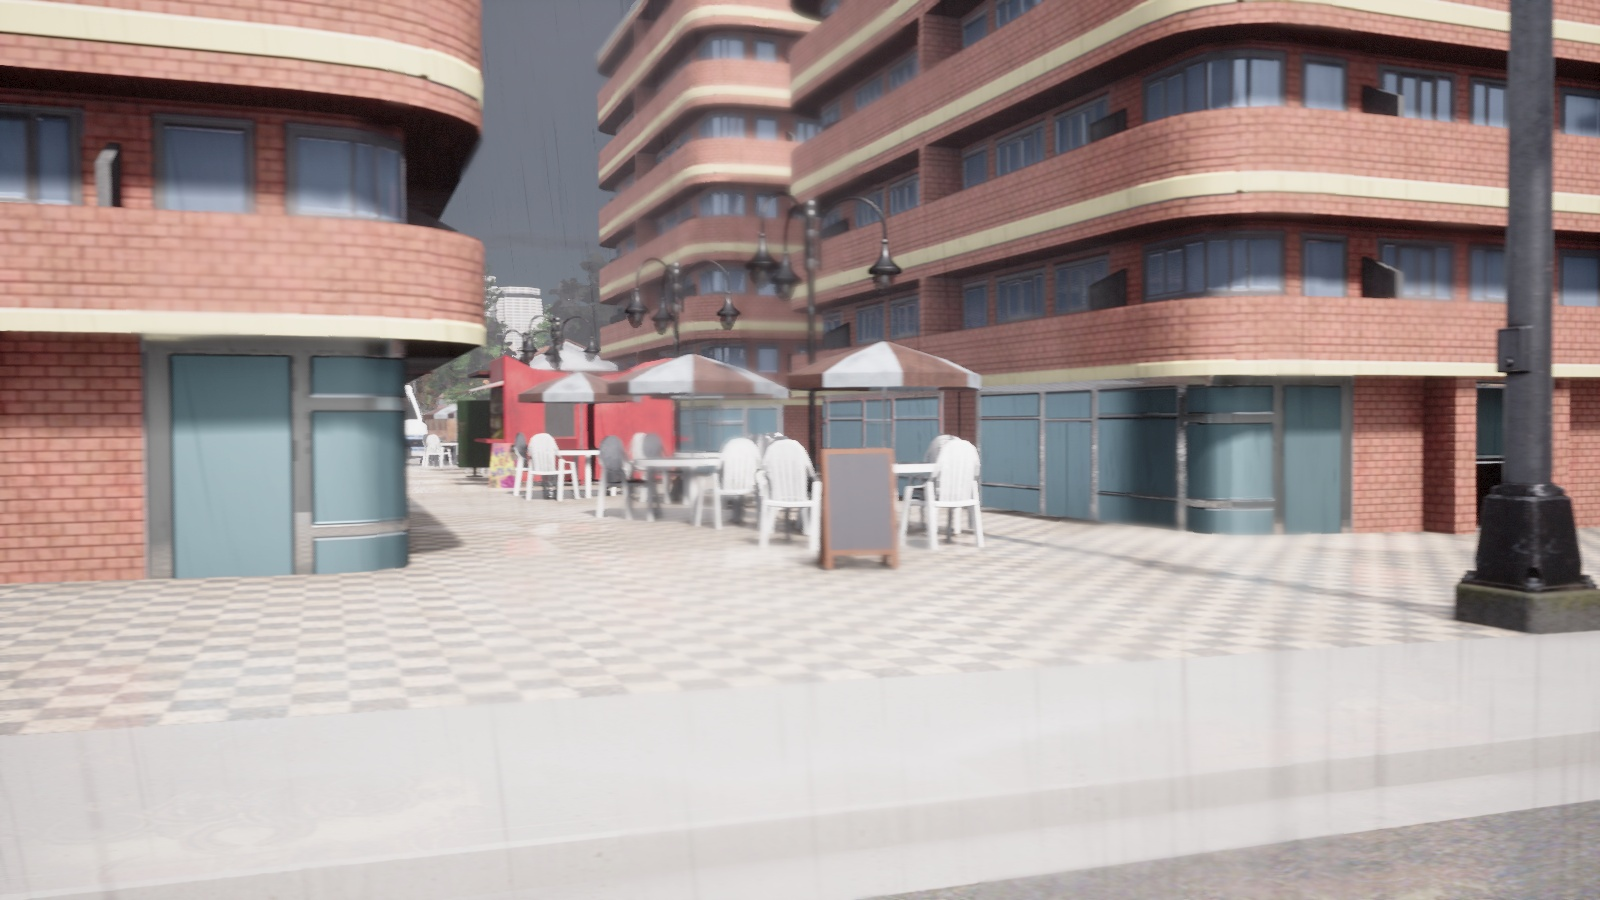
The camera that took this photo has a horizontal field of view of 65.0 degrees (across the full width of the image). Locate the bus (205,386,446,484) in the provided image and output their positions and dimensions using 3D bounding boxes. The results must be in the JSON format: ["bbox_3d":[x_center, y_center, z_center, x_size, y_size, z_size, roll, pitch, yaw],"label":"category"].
[{"bbox_3d":[-22.411,-0.787,59.803,10.273,4.253,3.944,-2,1,-21],"label":"bus"}]

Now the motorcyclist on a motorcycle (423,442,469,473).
[{"bbox_3d":[-18.349,0.393,65.126,2.191,1.530,0.866,-2,1,-21],"label":"motorcyclist on a motorcycle"}]
